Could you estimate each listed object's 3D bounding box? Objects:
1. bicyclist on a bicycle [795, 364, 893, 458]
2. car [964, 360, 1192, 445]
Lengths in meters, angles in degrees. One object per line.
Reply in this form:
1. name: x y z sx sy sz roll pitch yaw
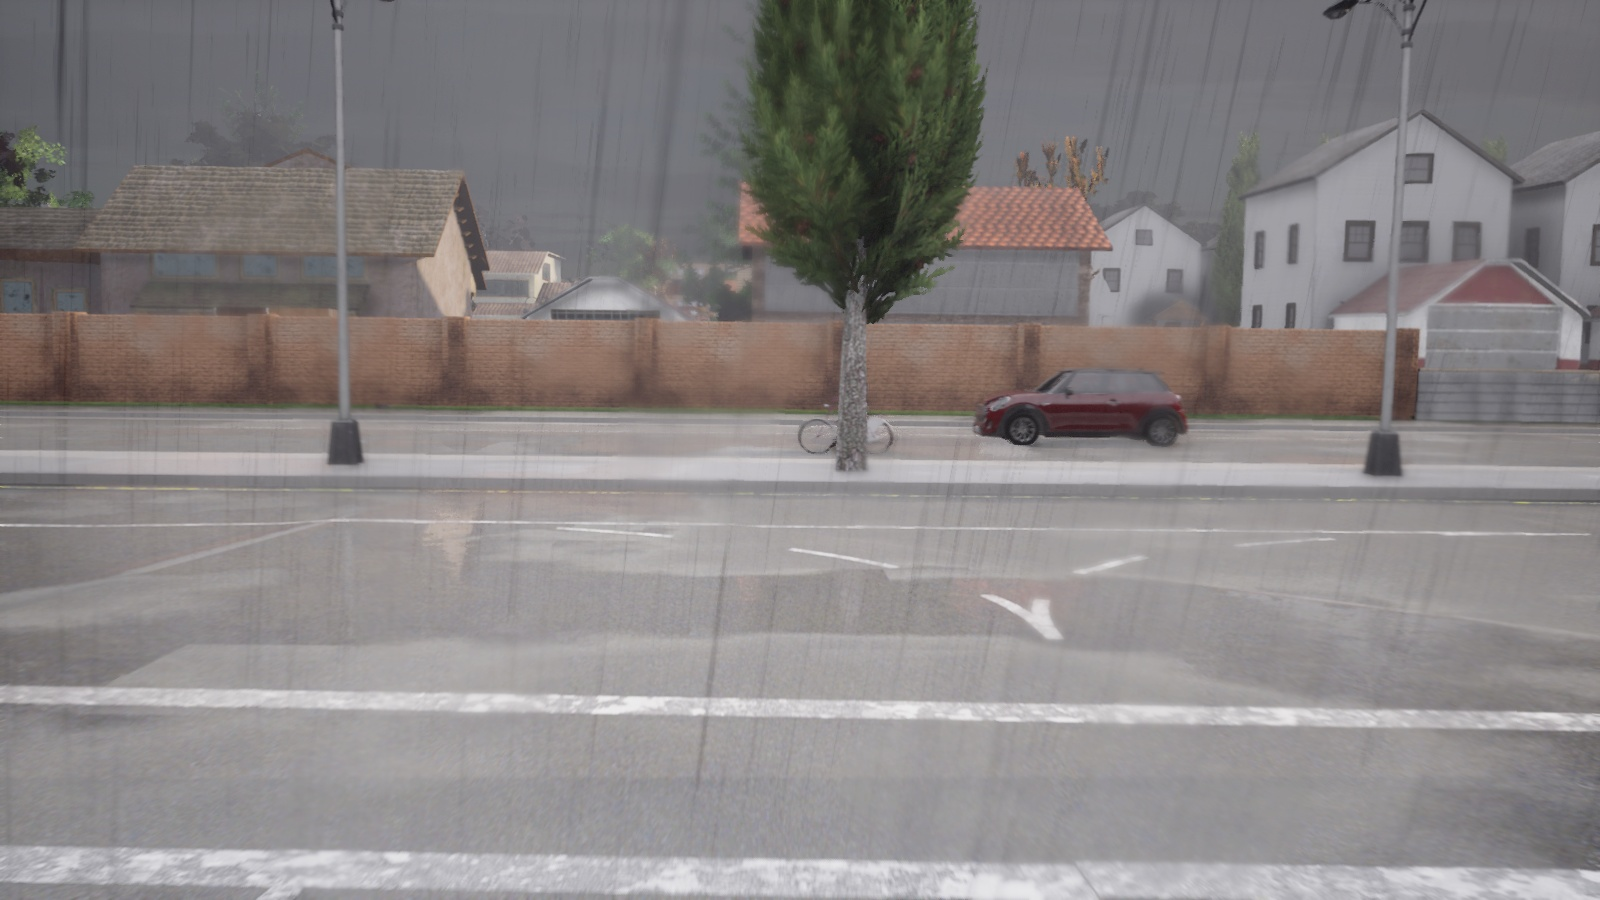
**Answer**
1. bicyclist on a bicycle: 0.833 -0.770 24.391 1.843 1.776 0.659 0 5 -1
2. car: 6.101 -1.082 27.972 4.553 1.767 2.097 0 5 -1
